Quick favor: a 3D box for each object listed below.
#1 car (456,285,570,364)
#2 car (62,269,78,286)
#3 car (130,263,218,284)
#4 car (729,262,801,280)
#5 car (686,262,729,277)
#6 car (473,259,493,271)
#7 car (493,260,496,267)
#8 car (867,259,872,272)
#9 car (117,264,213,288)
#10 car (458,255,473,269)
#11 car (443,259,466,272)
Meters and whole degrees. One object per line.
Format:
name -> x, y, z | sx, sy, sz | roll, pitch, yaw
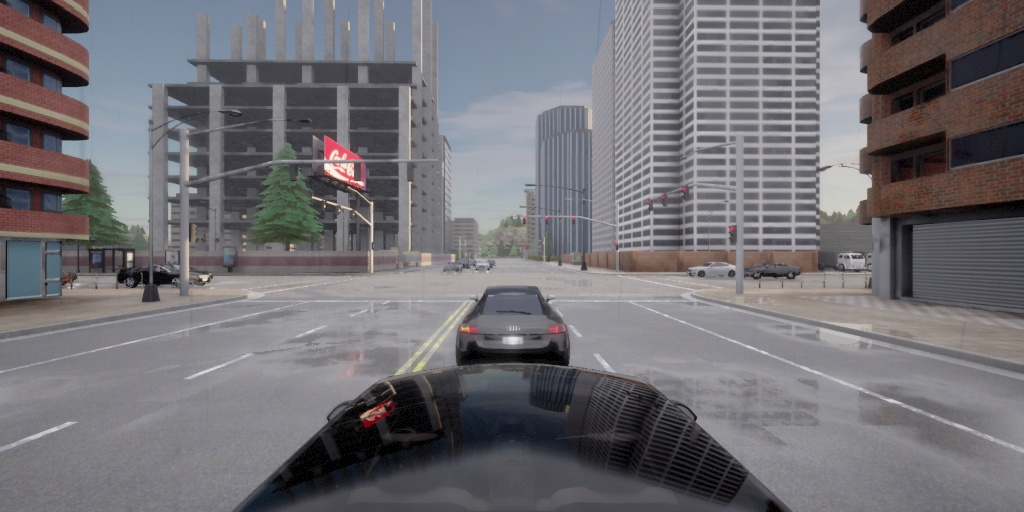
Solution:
car -> 0.011, 1.314, 7.709 | 1.994, 1.385, 4.181 | 0, 0, 0
car -> -31.114, 1.102, 22.675 | 4.553, 1.767, 2.097 | 0, 0, -1
car -> -24.692, 1.276, 26.288 | 4.674, 1.442, 1.812 | 0, 0, -1
car -> 21.852, 1.241, 30.657 | 4.902, 1.511, 2.128 | 0, 0, -1
car -> 19.088, 1.276, 34.097 | 4.674, 1.442, 1.812 | 0, 0, -1
car -> -4.035, 1.276, 49.991 | 1.812, 1.442, 4.674 | 0, 0, -1
car -> -4.115, 1.351, 59.029 | 1.895, 1.301, 4.718 | 0, 0, -1
car -> 37.916, 1.297, 34.347 | 5.357, 1.411, 2.033 | 0, 0, 0
car -> -22.011, 1.241, 22.805 | 4.902, 1.511, 2.128 | 0, 0, -1
car -> -7.589, 1.102, 54.945 | 2.097, 1.767, 4.553 | 0, 0, 0
car -> -7.524, 1.351, 45.839 | 1.895, 1.301, 4.718 | 0, 0, 0
